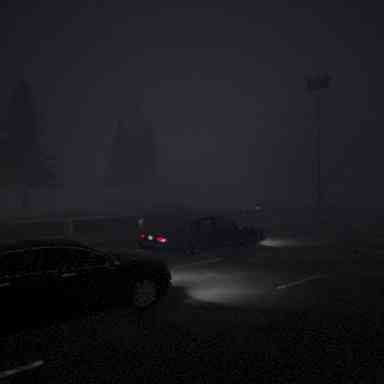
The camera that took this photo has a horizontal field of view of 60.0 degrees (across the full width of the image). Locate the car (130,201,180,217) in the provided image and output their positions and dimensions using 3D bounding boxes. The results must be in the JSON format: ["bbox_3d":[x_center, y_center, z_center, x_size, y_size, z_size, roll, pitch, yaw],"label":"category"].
[{"bbox_3d":[-3.968,1.802,35.964,4.902,1.511,2.128,-1,0,-34],"label":"car"}]

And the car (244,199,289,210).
[{"bbox_3d":[6.807,1.464,30.467,4.553,1.767,2.097,-1,0,-32],"label":"car"}]

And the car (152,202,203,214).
[{"bbox_3d":[-1.028,1.787,29.506,4.181,1.385,1.994,-1,0,-34],"label":"car"}]

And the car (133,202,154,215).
[{"bbox_3d":[-3.395,1.802,32.117,4.674,1.442,1.812,-1,0,-34],"label":"car"}]

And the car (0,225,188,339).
[{"bbox_3d":[-2.614,1.591,6.086,4.892,1.490,1.837,-1,-1,-41],"label":"car"}]

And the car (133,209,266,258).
[{"bbox_3d":[0.542,1.635,13.174,5.357,1.411,2.033,-1,-1,-37],"label":"car"}]
